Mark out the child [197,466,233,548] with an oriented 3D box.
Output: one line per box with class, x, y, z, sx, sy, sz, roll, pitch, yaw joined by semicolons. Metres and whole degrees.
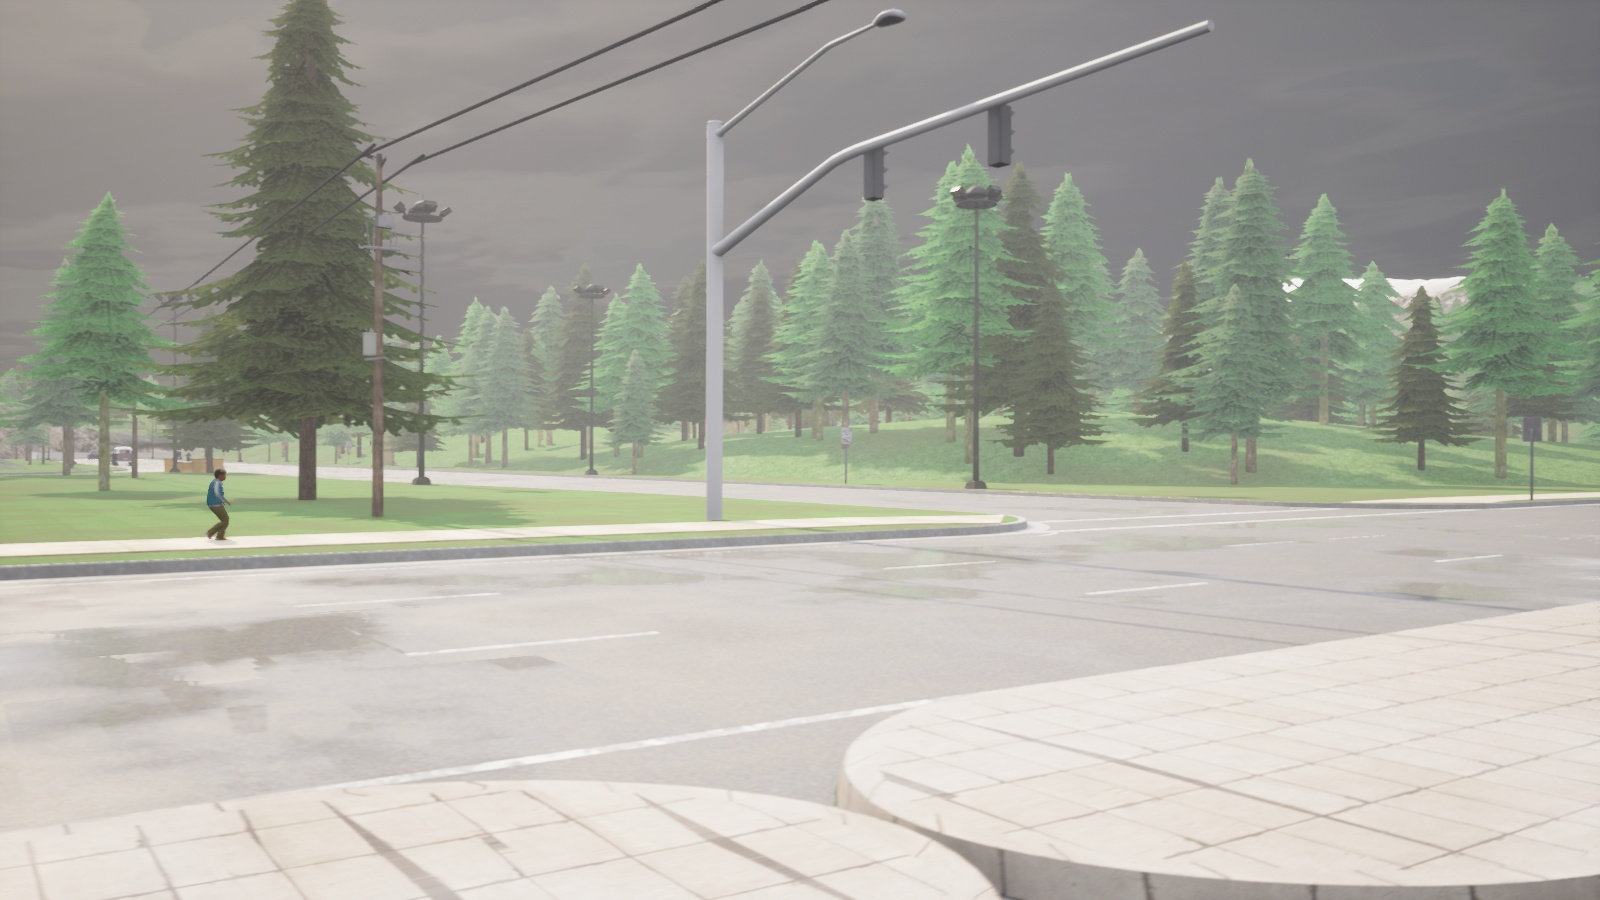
child;-8.654;0.833;18.577;0.448;1.192;0.343;0;0;-32
